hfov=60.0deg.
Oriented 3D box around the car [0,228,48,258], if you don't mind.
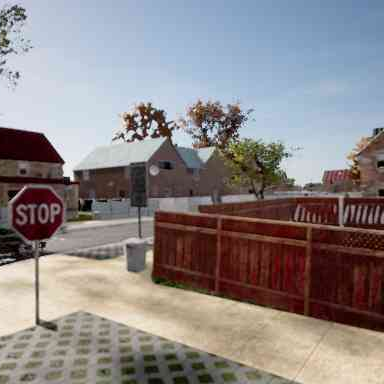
[{"bbox_3d":[-6.899,1.529,10.018,1.895,1.301,4.718,-1,0,36],"label":"car"}]
